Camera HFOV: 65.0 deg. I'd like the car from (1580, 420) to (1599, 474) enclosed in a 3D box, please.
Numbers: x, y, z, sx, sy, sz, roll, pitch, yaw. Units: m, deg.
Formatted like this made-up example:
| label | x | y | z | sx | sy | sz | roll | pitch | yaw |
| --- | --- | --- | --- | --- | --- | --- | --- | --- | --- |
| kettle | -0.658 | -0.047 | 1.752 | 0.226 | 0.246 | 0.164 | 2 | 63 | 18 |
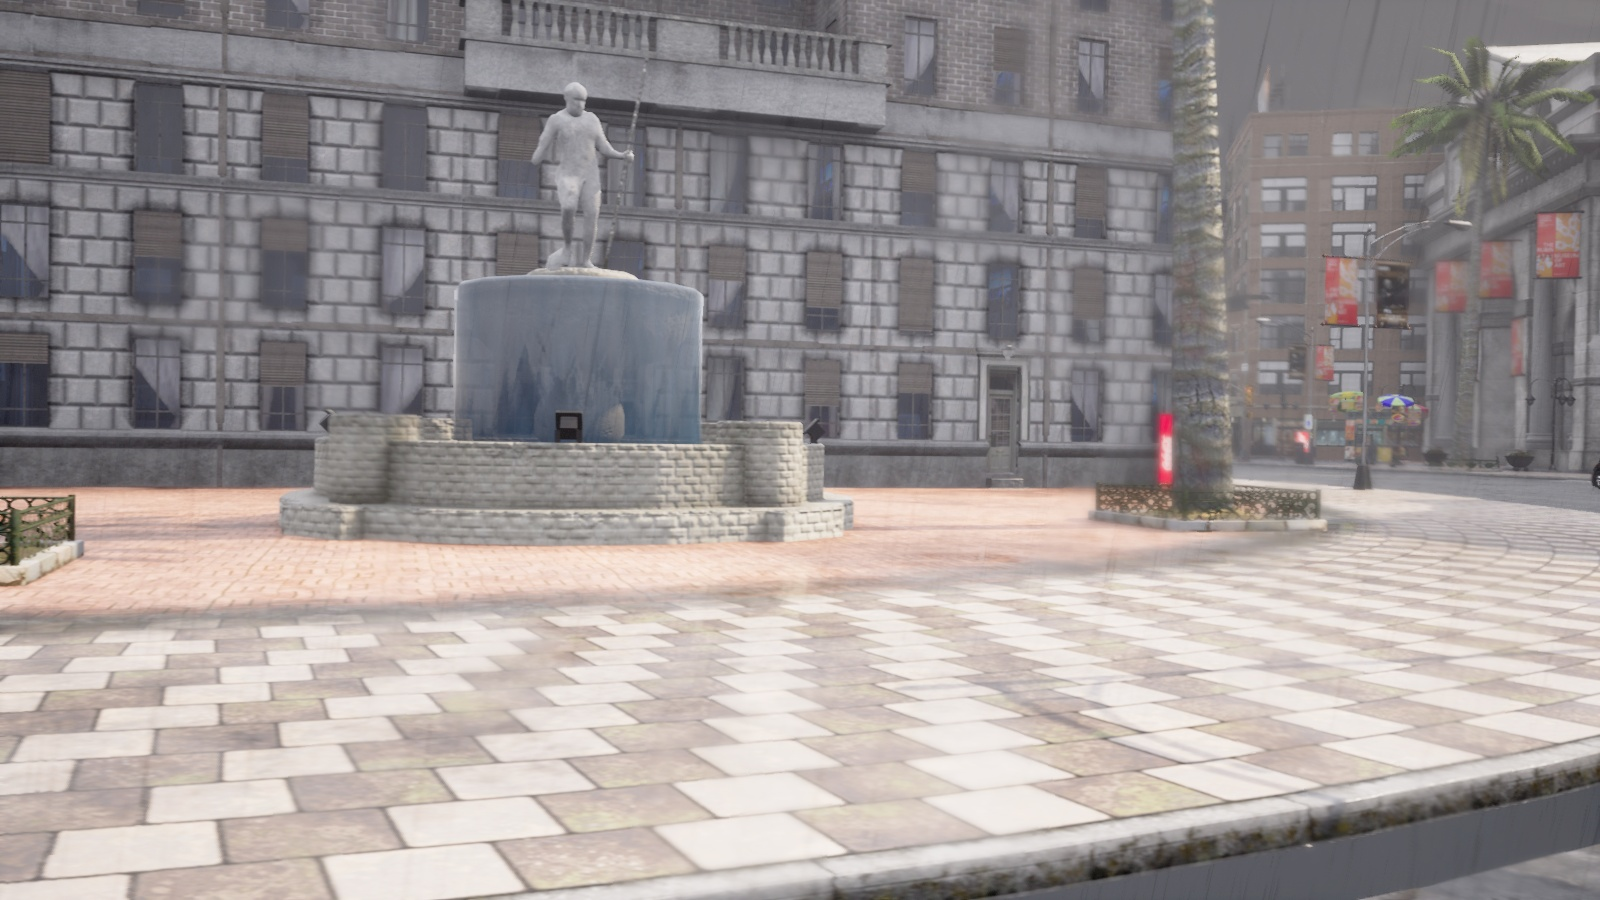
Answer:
| label | x | y | z | sx | sy | sz | roll | pitch | yaw |
| --- | --- | --- | --- | --- | --- | --- | --- | --- | --- |
| car | 27.260 | -0.083 | 39.607 | 2.097 | 1.767 | 4.553 | 0 | 1 | -8 |
